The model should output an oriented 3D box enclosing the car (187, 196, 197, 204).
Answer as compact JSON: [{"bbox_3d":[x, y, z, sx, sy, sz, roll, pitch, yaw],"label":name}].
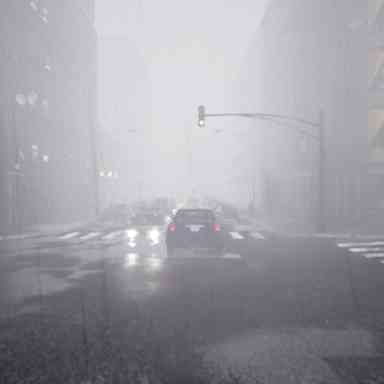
[{"bbox_3d":[0.028,1.504,65.634,1.812,1.442,4.674,0,0,0],"label":"car"}]

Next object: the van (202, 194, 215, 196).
[{"bbox_3d":[2.703,1.320,47.856,1.690,1.788,3.998,0,0,0],"label":"van"}]

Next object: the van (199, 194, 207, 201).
[{"bbox_3d":[2.718,1.322,80.998,1.690,1.788,3.998,-1,0,0],"label":"van"}]

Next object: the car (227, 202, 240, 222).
[{"bbox_3d":[2.696,1.567,25.763,1.802,1.307,4.206,0,0,0],"label":"car"}]

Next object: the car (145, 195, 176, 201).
[{"bbox_3d":[-3.073,1.334,33.426,2.097,1.767,4.553,0,0,0],"label":"car"}]

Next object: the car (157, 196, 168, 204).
[{"bbox_3d":[-5.668,1.561,64.443,1.802,1.307,4.206,0,0,0],"label":"car"}]

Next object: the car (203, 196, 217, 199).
[{"bbox_3d":[2.703,1.525,42.333,1.887,1.381,4.507,0,0,0],"label":"car"}]

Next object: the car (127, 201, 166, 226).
[{"bbox_3d":[-3.084,1.587,23.701,1.895,1.301,4.718,0,0,0],"label":"car"}]

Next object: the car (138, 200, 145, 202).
[{"bbox_3d":[-5.681,1.547,36.826,1.947,1.339,4.313,0,0,0],"label":"car"}]

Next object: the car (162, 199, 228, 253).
[{"bbox_3d":[0.107,1.342,13.834,2.097,1.767,4.553,0,0,0],"label":"car"}]

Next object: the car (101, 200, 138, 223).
[{"bbox_3d":[-5.686,1.551,25.778,1.947,1.339,4.313,0,0,0],"label":"car"}]

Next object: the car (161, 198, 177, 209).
[{"bbox_3d":[-3.060,1.506,44.926,1.812,1.442,4.674,0,0,0],"label":"car"}]

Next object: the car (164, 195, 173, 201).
[{"bbox_3d":[-5.662,1.506,80.844,1.752,1.417,4.829,0,0,0],"label":"car"}]

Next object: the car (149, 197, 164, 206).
[{"bbox_3d":[-5.673,1.524,53.396,1.887,1.381,4.507,0,0,0],"label":"car"}]

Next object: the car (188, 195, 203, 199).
[{"bbox_3d":[0.120,1.506,44.006,1.812,1.442,4.674,0,0,0],"label":"car"}]
